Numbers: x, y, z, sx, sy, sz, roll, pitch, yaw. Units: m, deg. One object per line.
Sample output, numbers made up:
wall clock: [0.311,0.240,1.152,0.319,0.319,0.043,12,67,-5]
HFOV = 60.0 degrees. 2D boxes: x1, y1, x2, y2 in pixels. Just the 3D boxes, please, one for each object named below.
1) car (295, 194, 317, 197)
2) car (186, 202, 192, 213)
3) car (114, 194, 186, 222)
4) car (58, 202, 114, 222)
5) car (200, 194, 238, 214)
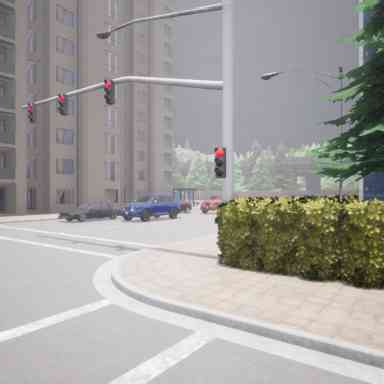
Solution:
car: [12.927,1.221,36.755,2.150,2.045,5.566,0,0,36]
car: [-2.023,1.477,34.434,1.882,1.535,5.008,0,0,36]
car: [-3.207,1.221,26.911,2.150,2.045,5.566,0,0,36]
car: [-7.829,1.547,26.527,2.033,1.411,5.357,0,0,36]
car: [3.140,1.221,35.544,2.150,2.045,5.566,0,0,36]
